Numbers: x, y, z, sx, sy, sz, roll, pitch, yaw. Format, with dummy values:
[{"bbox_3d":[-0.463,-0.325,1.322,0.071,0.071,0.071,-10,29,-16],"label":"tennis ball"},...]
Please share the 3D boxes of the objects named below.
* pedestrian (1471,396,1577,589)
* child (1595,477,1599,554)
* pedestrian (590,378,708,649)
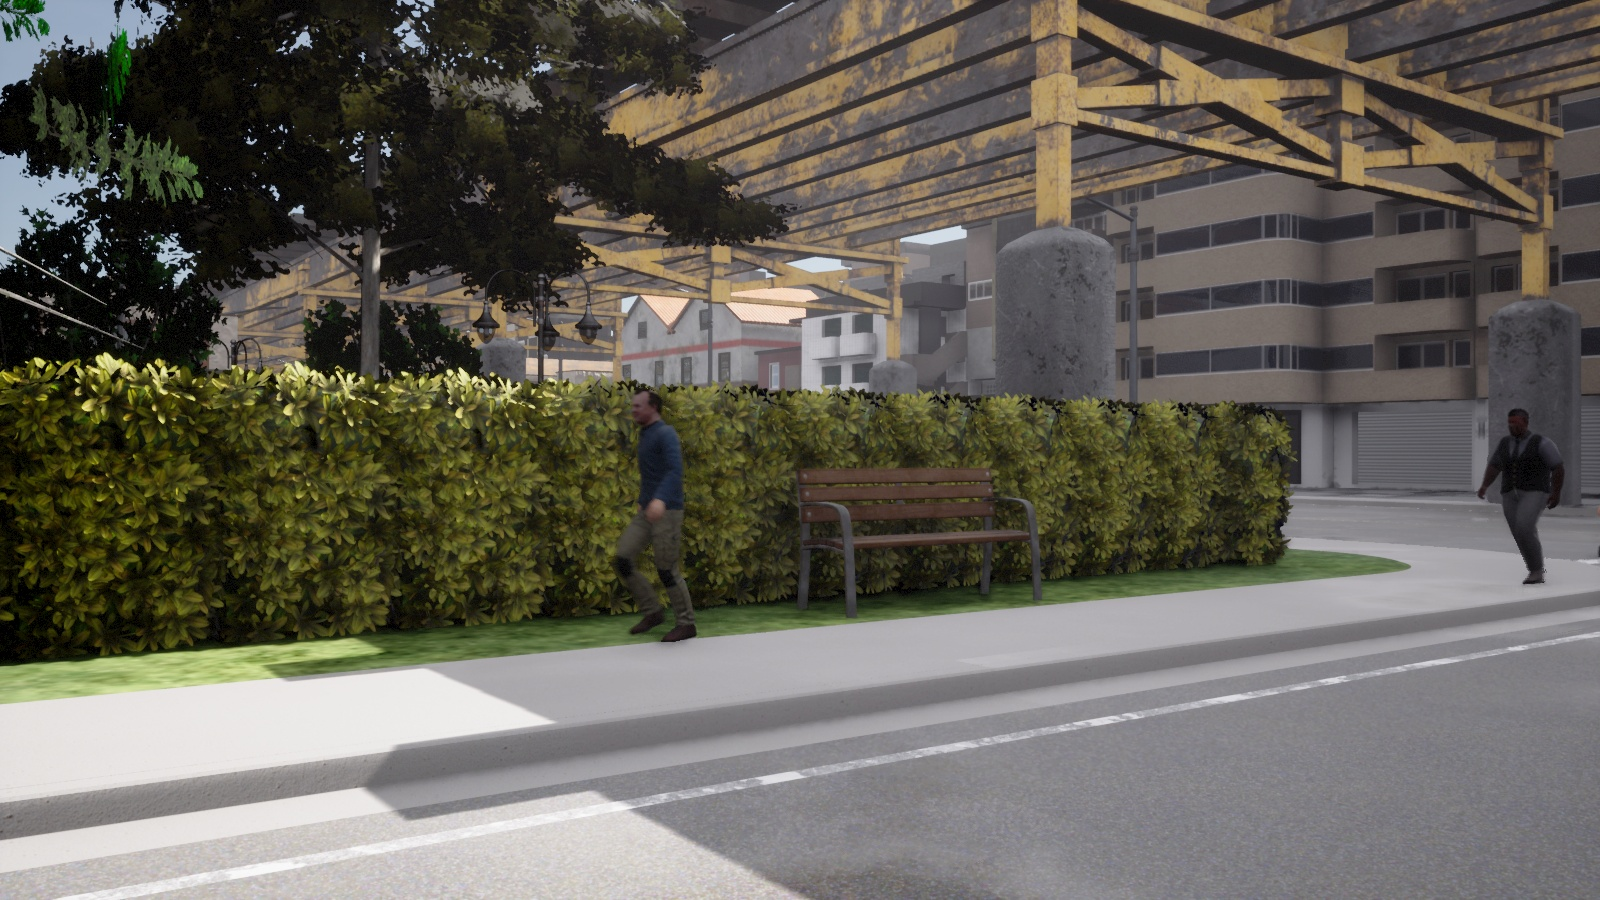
[{"bbox_3d":[7.327,0.416,12.707,0.849,1.883,0.563,0,0,-28],"label":"pedestrian"},{"bbox_3d":[11.732,0.939,18.138,0.394,1.110,0.255,0,0,-25],"label":"child"},{"bbox_3d":[-1.070,0.434,8.895,0.726,1.842,0.402,0,0,-30],"label":"pedestrian"}]
